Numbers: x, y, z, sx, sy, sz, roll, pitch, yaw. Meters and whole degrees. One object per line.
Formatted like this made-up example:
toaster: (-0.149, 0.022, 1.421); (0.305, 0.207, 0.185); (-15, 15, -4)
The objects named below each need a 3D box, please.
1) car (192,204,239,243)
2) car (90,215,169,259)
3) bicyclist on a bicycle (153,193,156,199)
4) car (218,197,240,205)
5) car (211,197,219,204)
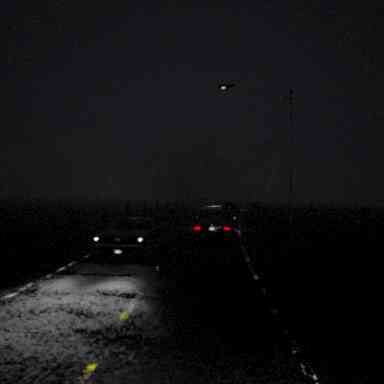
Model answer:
car: (1.102, 1.534, 15.940); (2.033, 1.411, 5.357); (0, 0, 7)
car: (-2.167, 1.585, 12.729); (1.895, 1.301, 4.718); (0, 0, 5)
bicyclist on a bicycle: (-9.874, 1.134, 87.231); (0.582, 1.620, 1.656); (1, 0, 12)
car: (4.351, 1.462, 37.407); (1.882, 1.535, 5.008); (0, 0, 9)
car: (4.304, 1.566, 55.128); (1.994, 1.385, 4.181); (0, 0, 10)
